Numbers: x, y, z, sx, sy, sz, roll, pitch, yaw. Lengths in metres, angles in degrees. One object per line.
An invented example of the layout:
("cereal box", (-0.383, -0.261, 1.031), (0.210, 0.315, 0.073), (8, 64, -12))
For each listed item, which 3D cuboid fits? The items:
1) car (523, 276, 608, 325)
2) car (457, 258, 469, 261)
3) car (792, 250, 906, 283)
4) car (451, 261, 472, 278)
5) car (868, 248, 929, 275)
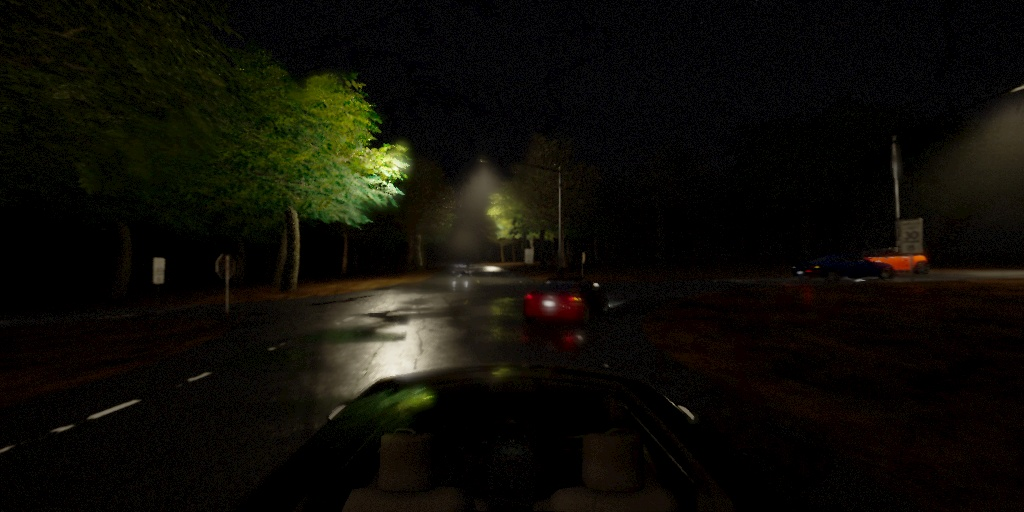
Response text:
("car", (1.959, 1.383, 12.337), (1.994, 1.385, 4.181), (0, 0, 25))
("car", (-7.494, 1.515, 56.689), (1.837, 1.490, 4.892), (0, 0, -7))
("car", (17.539, 0.621, 19.081), (4.674, 1.442, 1.812), (-2, -1, -2))
("car", (-5.337, 1.507, 38.014), (2.033, 1.411, 5.357), (0, 0, -5))
("car", (22.844, 0.321, 22.390), (4.553, 1.767, 2.097), (-2, -1, 0))
